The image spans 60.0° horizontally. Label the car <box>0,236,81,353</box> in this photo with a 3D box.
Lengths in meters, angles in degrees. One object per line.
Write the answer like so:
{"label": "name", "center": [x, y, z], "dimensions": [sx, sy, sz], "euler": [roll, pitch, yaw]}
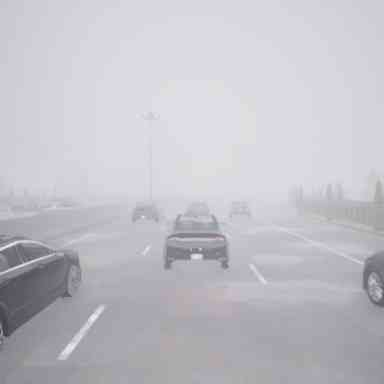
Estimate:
{"label": "car", "center": [-3.387, 1.467, 5.493], "dimensions": [2.128, 1.511, 4.902], "euler": [0, 0, 0]}

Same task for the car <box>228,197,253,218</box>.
{"label": "car", "center": [4.091, 1.422, 28.743], "dimensions": [2.033, 1.411, 5.357], "euler": [0, 0, 6]}

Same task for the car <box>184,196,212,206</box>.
{"label": "car", "center": [0.684, 1.365, 29.127], "dimensions": [2.128, 1.511, 4.902], "euler": [0, 0, 5]}

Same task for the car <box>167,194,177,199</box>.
{"label": "car", "center": [-3.837, 1.239, 72.628], "dimensions": [2.033, 1.411, 5.357], "euler": [0, 0, 28]}

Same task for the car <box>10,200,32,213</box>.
{"label": "car", "center": [-16.520, 1.465, 34.340], "dimensions": [1.895, 1.301, 4.718], "euler": [0, 0, 8]}

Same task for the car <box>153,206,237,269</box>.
{"label": "car", "center": [0.129, 1.447, 11.012], "dimensions": [2.128, 1.511, 4.902], "euler": [0, 0, 0]}

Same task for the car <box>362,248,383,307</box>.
{"label": "car", "center": [4.561, 1.333, 5.048], "dimensions": [2.097, 1.767, 4.553], "euler": [0, 0, 0]}

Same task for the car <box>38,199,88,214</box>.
{"label": "car", "center": [-10.205, 1.487, 27.169], "dimensions": [1.895, 1.301, 4.718], "euler": [0, 0, 4]}

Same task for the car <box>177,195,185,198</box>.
{"label": "car", "center": [-0.667, 1.211, 71.123], "dimensions": [1.812, 1.442, 4.674], "euler": [0, 0, 28]}

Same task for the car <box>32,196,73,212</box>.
{"label": "car", "center": [-13.140, 1.219, 32.741], "dimensions": [2.097, 1.767, 4.553], "euler": [0, 0, 7]}

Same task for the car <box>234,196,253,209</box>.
{"label": "car", "center": [6.678, 1.318, 42.990], "dimensions": [1.812, 1.442, 4.674], "euler": [0, 1, 16]}

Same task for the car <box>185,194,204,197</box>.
{"label": "car", "center": [1.050, 1.221, 67.038], "dimensions": [1.837, 1.490, 4.892], "euler": [-1, 0, 28]}

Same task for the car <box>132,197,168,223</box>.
{"label": "car", "center": [-3.152, 1.401, 24.650], "dimensions": [1.837, 1.490, 4.892], "euler": [0, 0, 3]}
